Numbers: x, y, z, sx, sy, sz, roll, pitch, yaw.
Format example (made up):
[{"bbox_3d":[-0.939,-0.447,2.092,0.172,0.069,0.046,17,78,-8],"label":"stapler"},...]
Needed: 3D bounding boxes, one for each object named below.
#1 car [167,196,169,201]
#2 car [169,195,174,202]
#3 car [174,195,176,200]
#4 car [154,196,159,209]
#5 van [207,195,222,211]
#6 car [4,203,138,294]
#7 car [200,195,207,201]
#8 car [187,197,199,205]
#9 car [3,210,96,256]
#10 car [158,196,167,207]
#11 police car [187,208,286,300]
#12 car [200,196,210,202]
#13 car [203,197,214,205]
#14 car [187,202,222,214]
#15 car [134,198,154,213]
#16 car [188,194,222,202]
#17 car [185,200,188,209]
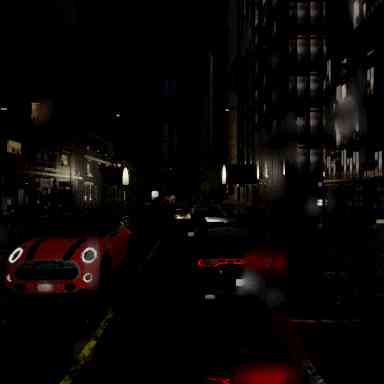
[{"bbox_3d":[-5.572,1.459,58.114,1.967,1.590,4.097,0,0,0],"label":"car"},{"bbox_3d":[-5.537,1.613,74.686,1.802,1.307,4.206,0,0,0],"label":"car"},{"bbox_3d":[-5.503,1.485,91.259,1.967,1.590,4.097,0,0,0],"label":"car"},{"bbox_3d":[-5.607,1.552,41.541,1.887,1.381,4.507,0,0,0],"label":"car"},{"bbox_3d":[2.771,1.349,41.527,1.690,1.788,3.998,0,0,0],"label":"van"},{"bbox_3d":[-2.982,1.352,8.998,2.097,1.767,4.553,0,0,0],"label":"car"},{"bbox_3d":[2.866,1.566,85.890,1.752,1.417,4.829,0,0,0],"label":"car"},{"bbox_3d":[0.124,1.583,58.899,1.994,1.385,4.181,0,0,0],"label":"car"},{"bbox_3d":[-5.665,1.550,13.921,2.008,1.369,4.403,0,0,0],"label":"car"},{"bbox_3d":[-5.583,1.581,52.589,1.947,1.339,4.313,0,0,0],"label":"car"},{"bbox_3d":[0.918,1.425,8.562,1.930,1.638,5.238,0,0,0],"label":"police car"},{"bbox_3d":[2.843,1.582,74.672,2.008,1.369,4.403,0,0,0],"label":"car"},{"bbox_3d":[2.808,1.544,58.269,1.752,1.417,4.829,0,0,0],"label":"car"},{"bbox_3d":[0.816,1.504,18.452,1.837,1.490,4.892,0,0,0],"label":"car"},{"bbox_3d":[-5.619,1.555,36.017,2.008,1.369,4.403,0,0,0],"label":"car"},{"bbox_3d":[0.951,1.226,24.481,2.150,2.045,5.566,0,0,0],"label":"car"},{"bbox_3d":[0.113,1.515,45.711,1.837,1.490,4.892,0,0,0],"label":"car"}]
